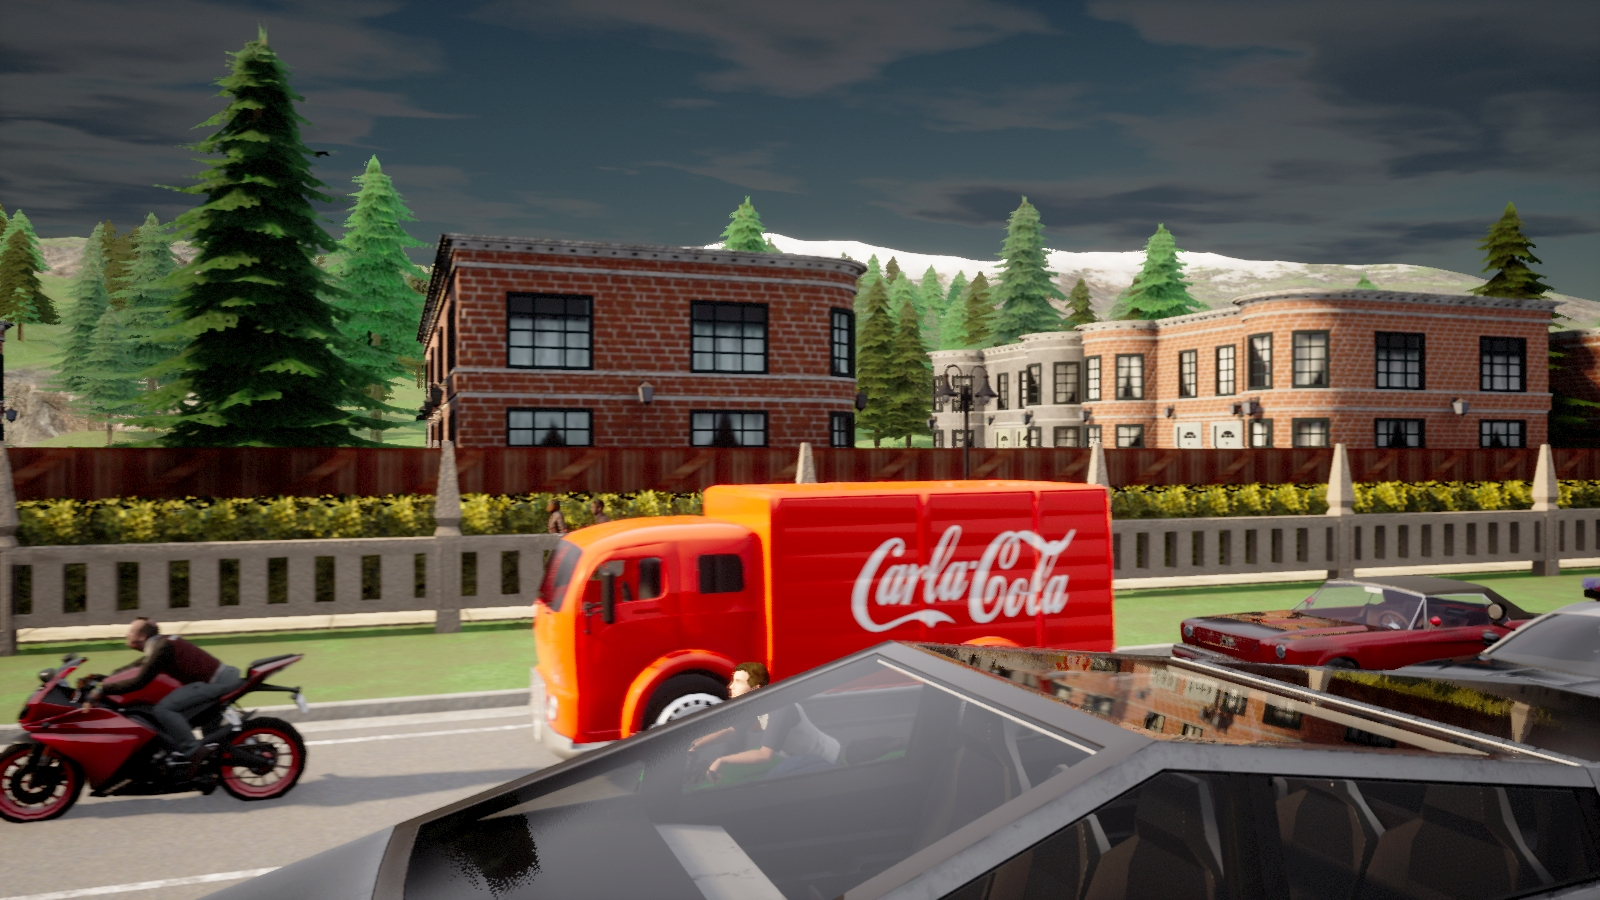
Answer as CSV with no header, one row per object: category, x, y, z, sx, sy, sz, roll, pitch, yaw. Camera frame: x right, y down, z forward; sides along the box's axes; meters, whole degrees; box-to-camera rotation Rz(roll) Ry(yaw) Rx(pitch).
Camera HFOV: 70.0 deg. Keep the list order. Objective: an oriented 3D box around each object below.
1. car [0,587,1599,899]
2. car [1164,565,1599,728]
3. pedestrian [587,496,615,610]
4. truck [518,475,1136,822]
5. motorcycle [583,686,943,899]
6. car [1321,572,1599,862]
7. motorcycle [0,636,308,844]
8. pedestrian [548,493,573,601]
car,1.028,1.754,3.672,6.274,2.098,2.390,0,0,-20
car,6.781,2.156,13.212,4.718,1.301,1.895,0,0,-20
pedestrian,-3.300,1.697,18.951,0.375,1.860,0.375,0,0,-22
truck,0.166,1.556,10.810,5.204,2.467,2.627,-1,0,-20
motorcycle,-0.230,2.186,6.939,2.033,1.199,0.803,0,0,-20
car,7.263,1.983,9.663,5.238,1.638,2.097,0,0,-20
motorcycle,-5.068,2.205,8.928,2.209,1.251,0.867,0,0,-20
pedestrian,-4.215,1.699,20.105,0.375,1.860,0.375,0,0,-20
